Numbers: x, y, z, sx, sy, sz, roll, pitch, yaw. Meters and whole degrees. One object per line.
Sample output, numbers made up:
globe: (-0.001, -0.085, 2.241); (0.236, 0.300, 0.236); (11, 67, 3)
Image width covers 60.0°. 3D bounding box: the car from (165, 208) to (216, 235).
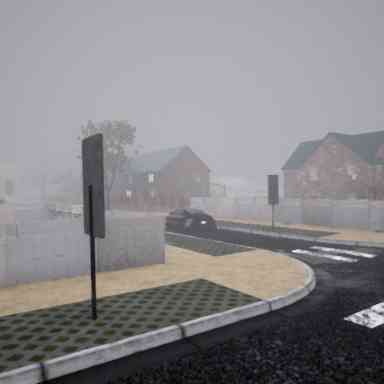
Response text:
car: (-0.304, 1.633, 19.578); (1.994, 1.385, 4.181); (0, -1, -27)
